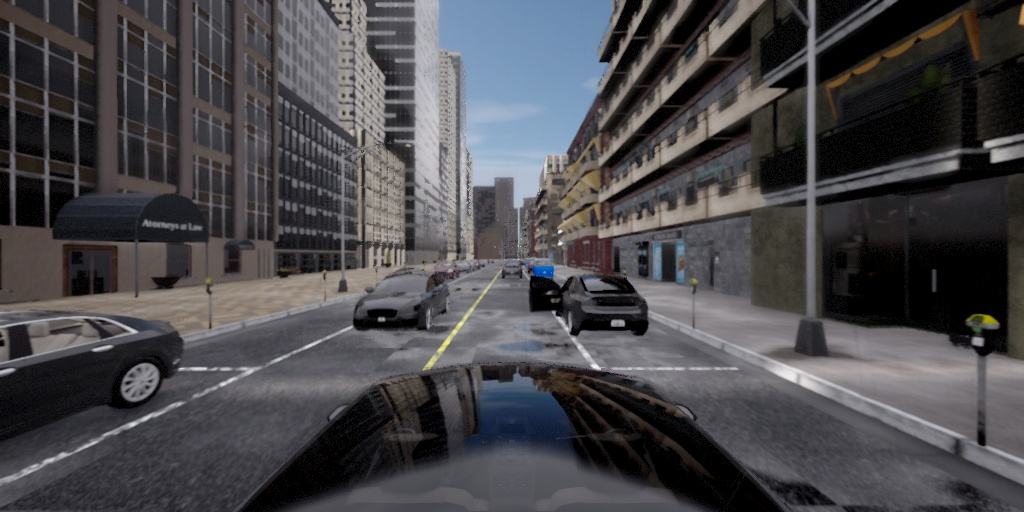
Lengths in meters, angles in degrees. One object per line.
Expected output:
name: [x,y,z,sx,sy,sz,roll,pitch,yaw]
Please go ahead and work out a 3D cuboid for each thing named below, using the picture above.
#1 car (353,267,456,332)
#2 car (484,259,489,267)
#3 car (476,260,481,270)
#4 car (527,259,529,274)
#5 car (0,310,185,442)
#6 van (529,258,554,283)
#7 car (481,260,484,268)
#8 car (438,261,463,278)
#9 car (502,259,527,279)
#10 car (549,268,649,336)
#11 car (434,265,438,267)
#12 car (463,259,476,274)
car: [-3.104,1.256,10.955,1.837,1.490,4.892,0,0,0]
car: [-5.725,1.364,64.226,1.948,1.339,4.313,0,0,0]
car: [-5.716,1.329,47.658,2.007,1.370,4.403,0,0,0]
car: [2.668,1.317,42.139,1.888,1.381,4.507,0,0,0]
car: [-5.692,1.301,3.476,2.007,1.370,4.403,0,0,0]
van: [2.674,1.102,31.094,1.690,1.789,3.998,0,0,0]
car: [-5.719,1.224,53.181,1.967,1.591,4.097,0,0,0]
car: [-5.707,1.201,31.090,1.967,1.591,4.097,0,0,0]
car: [0.033,1.255,33.306,2.128,1.511,4.902,0,0,0]
car: [2.350,1.256,10.379,1.837,1.490,4.892,0,0,0]
car: [-5.701,1.320,20.044,1.948,1.339,4.313,0,0,0]
car: [-5.713,1.323,42.134,2.007,1.370,4.403,0,0,0]
